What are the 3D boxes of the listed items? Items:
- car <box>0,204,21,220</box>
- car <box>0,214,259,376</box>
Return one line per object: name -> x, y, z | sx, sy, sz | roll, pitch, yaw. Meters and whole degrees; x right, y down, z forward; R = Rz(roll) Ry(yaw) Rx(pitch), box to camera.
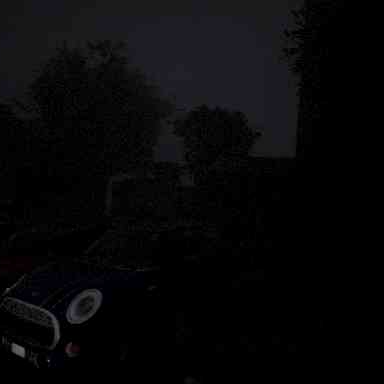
car -> -7.748, 1.316, 10.848 | 2.185, 1.767, 4.553 | 0, 0, 36
car -> -0.824, 1.342, 5.908 | 2.185, 1.767, 4.553 | 0, 0, 36
